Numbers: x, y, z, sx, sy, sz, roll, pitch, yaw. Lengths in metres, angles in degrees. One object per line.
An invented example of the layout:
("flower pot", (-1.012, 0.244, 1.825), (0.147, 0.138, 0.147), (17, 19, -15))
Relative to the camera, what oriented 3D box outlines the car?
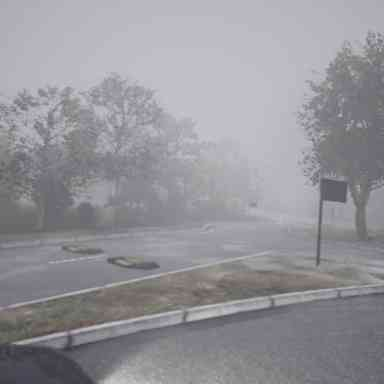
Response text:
("car", (-2.374, 1.545, 1.500), (4.181, 1.385, 1.994), (1, 0, -38))
